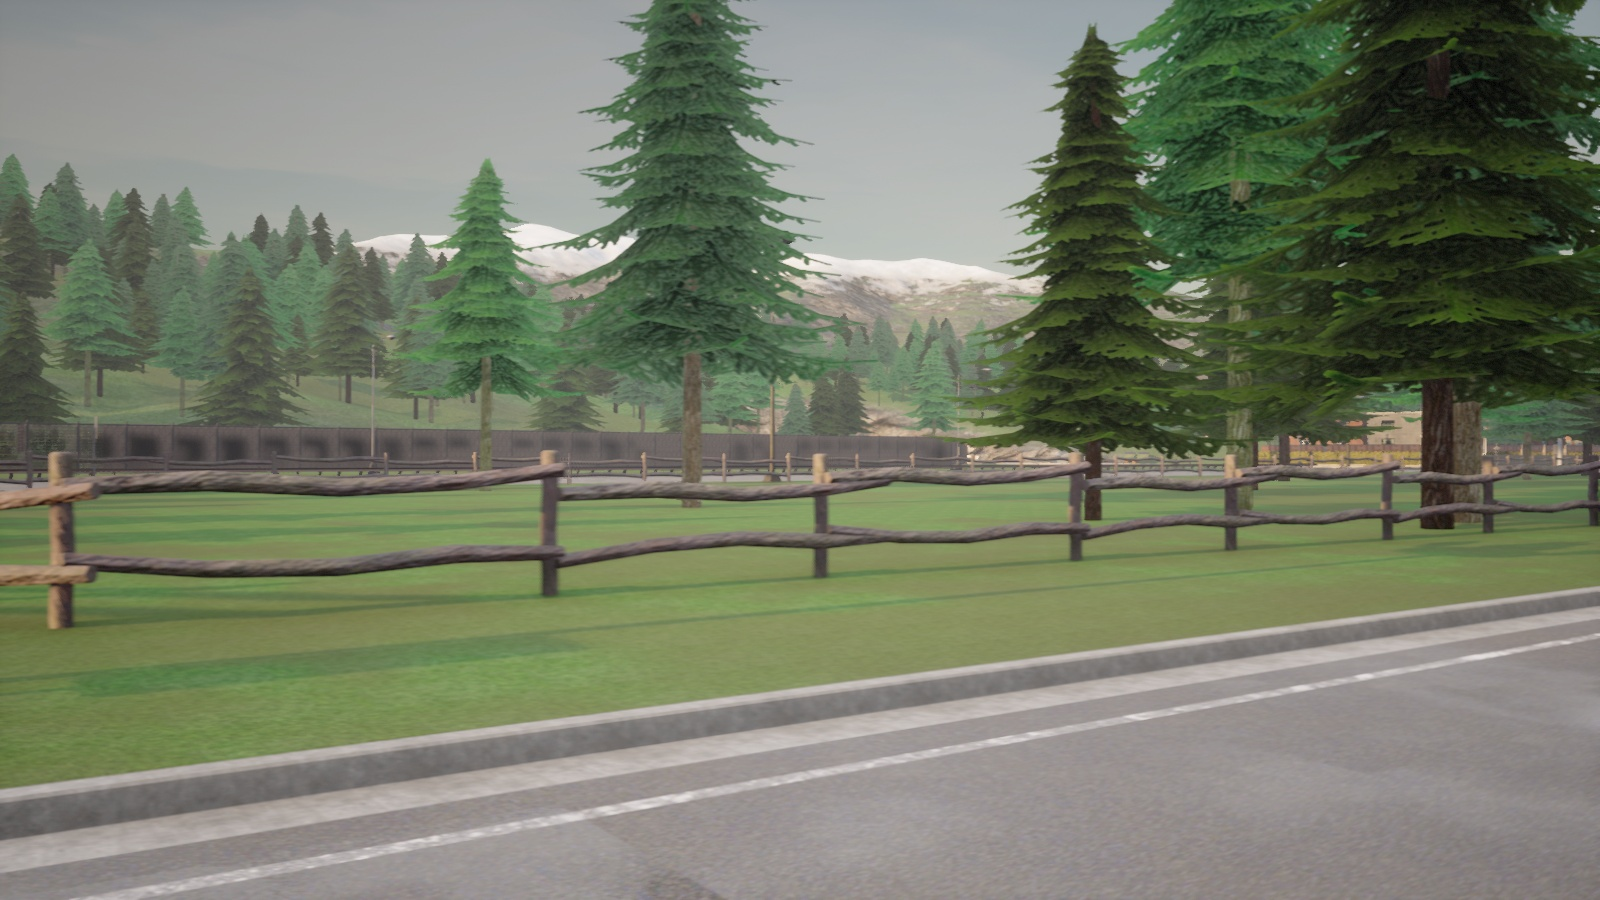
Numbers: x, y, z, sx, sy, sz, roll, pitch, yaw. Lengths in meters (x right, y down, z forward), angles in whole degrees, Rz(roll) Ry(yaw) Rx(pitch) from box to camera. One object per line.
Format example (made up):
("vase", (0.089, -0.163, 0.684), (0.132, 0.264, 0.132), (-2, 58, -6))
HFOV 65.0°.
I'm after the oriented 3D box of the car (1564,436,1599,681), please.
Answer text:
("car", (7.735, 0.698, 9.043), (5.366, 1.575, 1.801), (0, 0, -35))
